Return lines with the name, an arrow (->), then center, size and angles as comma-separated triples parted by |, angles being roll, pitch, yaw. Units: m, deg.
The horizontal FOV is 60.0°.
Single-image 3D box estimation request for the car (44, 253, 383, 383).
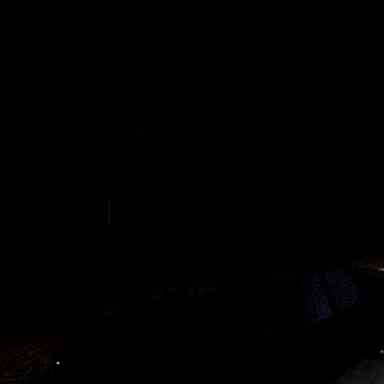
car -> 1.060, 1.610, 4.399 | 5.357, 1.411, 2.033 | 0, -1, -41
